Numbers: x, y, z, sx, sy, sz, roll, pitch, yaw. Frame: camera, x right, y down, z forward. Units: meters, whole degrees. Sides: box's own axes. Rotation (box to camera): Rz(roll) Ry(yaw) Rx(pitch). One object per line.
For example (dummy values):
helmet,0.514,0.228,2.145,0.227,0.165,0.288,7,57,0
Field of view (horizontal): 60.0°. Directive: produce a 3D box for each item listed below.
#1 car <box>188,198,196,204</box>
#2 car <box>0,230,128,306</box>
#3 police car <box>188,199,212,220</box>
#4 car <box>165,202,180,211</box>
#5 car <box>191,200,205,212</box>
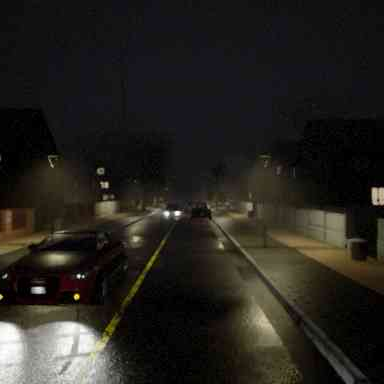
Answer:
car,0.000,2.212,81.063,2.033,1.411,5.357,0,0,0
car,-2.849,1.646,8.149,1.994,1.385,4.181,0,-1,0
police car,0.825,1.730,31.187,1.930,1.638,5.238,0,-1,0
car,-2.832,2.071,48.772,1.895,1.301,4.718,0,-1,0
car,0.825,1.911,47.269,1.801,1.575,5.366,0,-1,0
